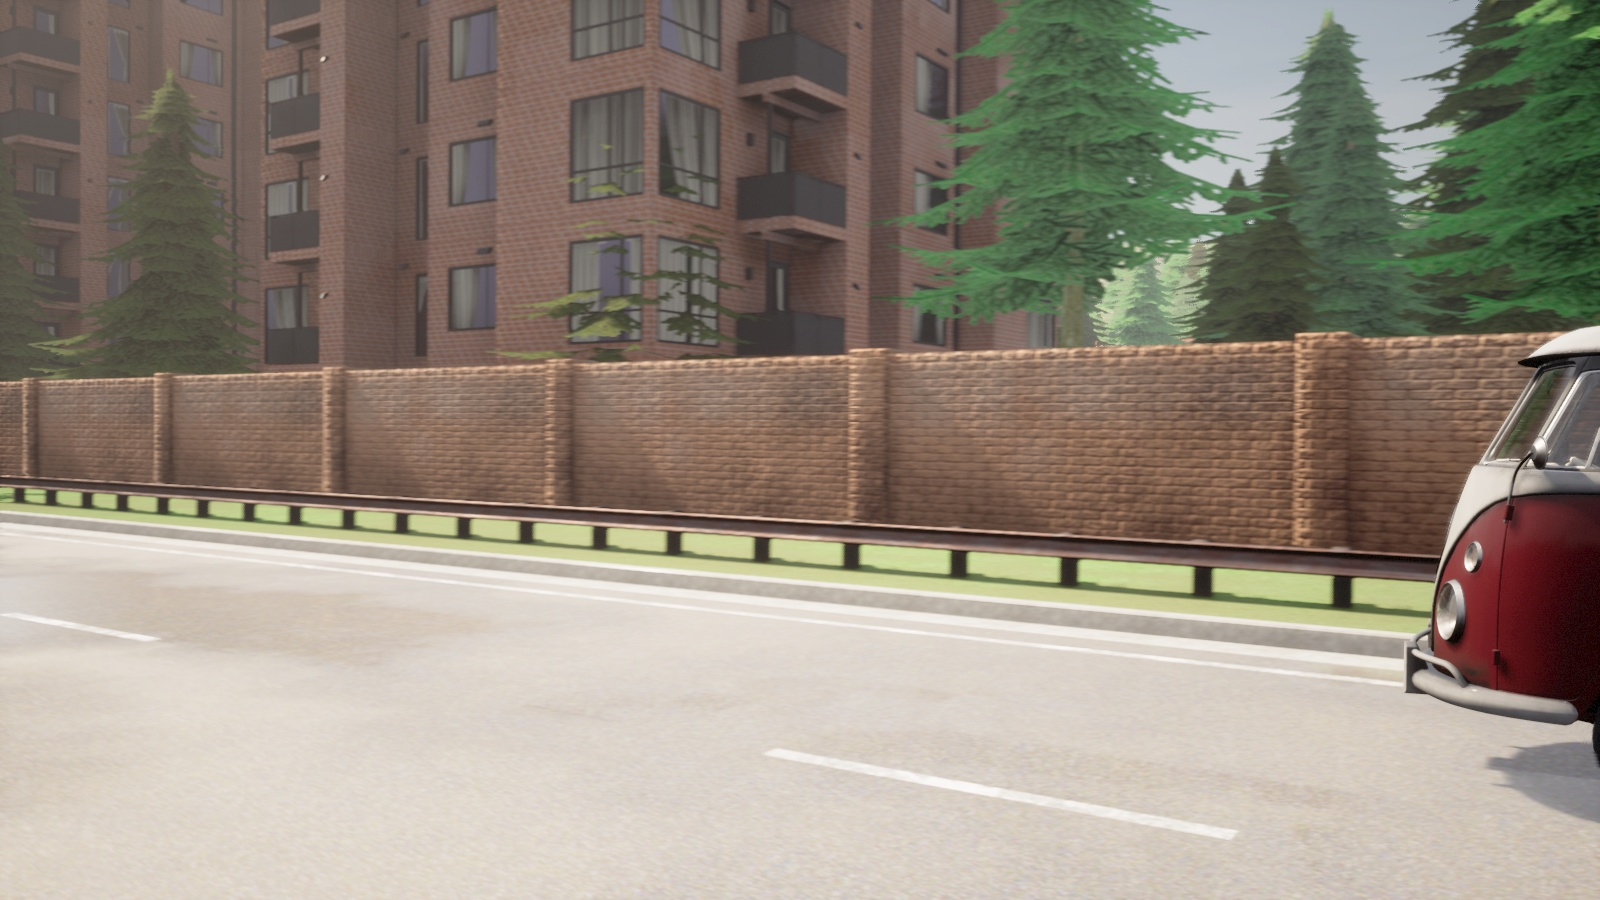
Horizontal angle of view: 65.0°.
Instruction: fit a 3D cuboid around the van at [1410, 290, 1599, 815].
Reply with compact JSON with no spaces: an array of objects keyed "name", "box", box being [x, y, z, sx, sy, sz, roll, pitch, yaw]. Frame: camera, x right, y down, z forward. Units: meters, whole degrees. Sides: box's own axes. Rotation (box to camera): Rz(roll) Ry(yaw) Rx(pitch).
[{"name":"van","box":[4.824,0.378,4.615,4.442,1.987,1.775,0,1,34]}]
